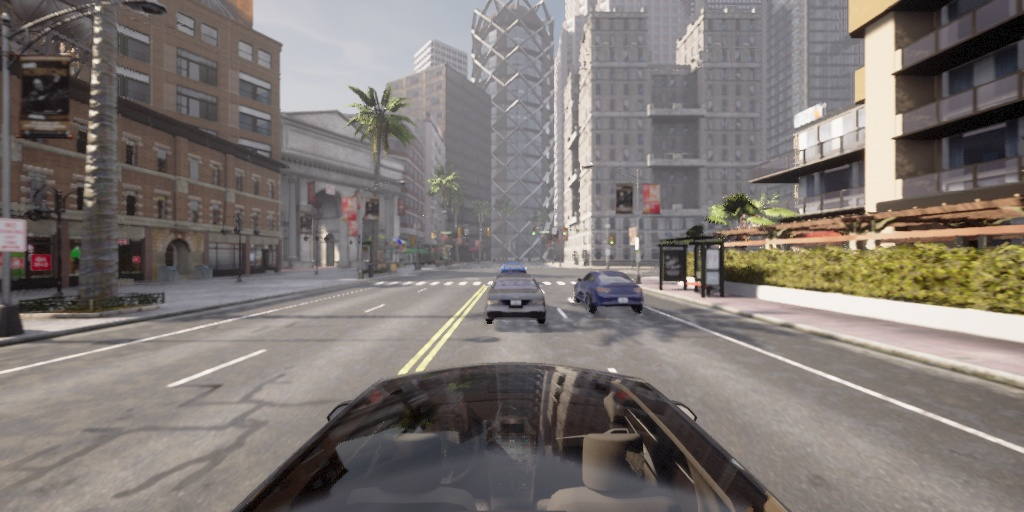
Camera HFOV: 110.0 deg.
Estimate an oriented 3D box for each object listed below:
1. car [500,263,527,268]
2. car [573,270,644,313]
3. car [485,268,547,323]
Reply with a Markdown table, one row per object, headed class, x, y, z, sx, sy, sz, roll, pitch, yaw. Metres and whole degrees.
| class | x | y | z | sx | sy | sz | roll | pitch | yaw |
| --- | --- | --- | --- | --- | --- | --- | --- | --- | --- |
| car | 0.102 | 1.232 | 26.560 | 1.882 | 1.535 | 5.008 | 0 | 0 | 0 |
| car | 3.601 | 1.278 | 13.924 | 1.812 | 1.442 | 4.674 | 0 | 0 | 0 |
| car | 0.102 | 1.299 | 12.129 | 2.033 | 1.411 | 5.357 | 0 | 0 | 0 |
